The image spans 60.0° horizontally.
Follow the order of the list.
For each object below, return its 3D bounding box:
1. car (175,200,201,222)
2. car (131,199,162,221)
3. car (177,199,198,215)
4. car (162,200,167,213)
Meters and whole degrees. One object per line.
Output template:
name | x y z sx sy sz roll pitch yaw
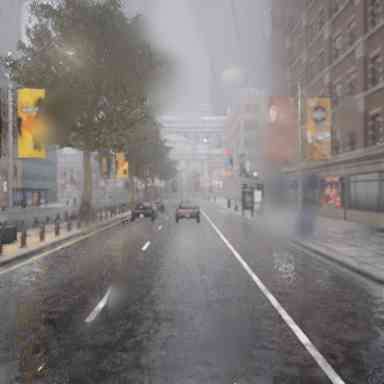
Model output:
car | -0.324 1.511 26.255 2.128 1.511 4.902 0 0 0
car | -3.838 1.541 27.626 1.837 1.490 4.892 0 0 0
car | -0.470 1.574 36.377 2.033 1.411 5.357 0 0 0
car | -3.982 1.535 37.729 2.128 1.511 4.902 0 0 0
